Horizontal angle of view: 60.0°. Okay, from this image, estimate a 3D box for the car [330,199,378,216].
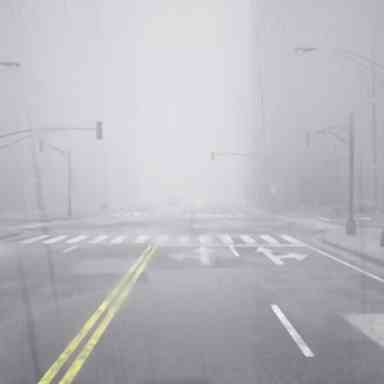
[{"bbox_3d":[14.459,1.347,29.110,4.507,1.381,1.887,-1,1,0],"label":"car"}]

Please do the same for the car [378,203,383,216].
[{"bbox_3d":[14.466,1.397,20.585,4.507,1.381,1.887,-1,1,0],"label":"car"}]

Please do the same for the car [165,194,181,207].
[{"bbox_3d":[-3.303,1.610,54.423,1.882,1.535,5.008,0,0,0],"label":"car"}]

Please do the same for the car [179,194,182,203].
[{"bbox_3d":[-3.241,1.401,69.957,2.150,2.045,5.566,0,0,0],"label":"car"}]
